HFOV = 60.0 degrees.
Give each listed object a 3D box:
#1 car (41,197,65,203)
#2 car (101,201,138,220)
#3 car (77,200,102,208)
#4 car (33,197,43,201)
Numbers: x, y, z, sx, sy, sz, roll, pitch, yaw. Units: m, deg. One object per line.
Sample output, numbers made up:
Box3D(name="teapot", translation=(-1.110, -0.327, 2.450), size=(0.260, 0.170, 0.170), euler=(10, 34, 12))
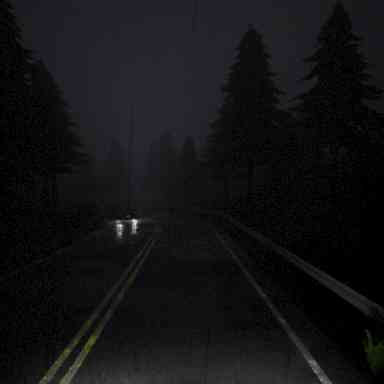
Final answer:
Box3D(name="car", translation=(-26.241, 2.037, 64.353), size=(2.033, 1.411, 5.357), euler=(1, 2, 9))
Box3D(name="car", translation=(-6.279, 1.604, 29.419), size=(2.033, 1.411, 5.357), euler=(-2, 0, -25))
Box3D(name="car", translation=(-13.012, 1.707, 43.060), size=(5.357, 1.411, 2.033), euler=(-2, 3, 38))
Box3D(name="car", translation=(-29.487, 1.856, 63.879), size=(2.097, 1.767, 4.553), euler=(0, 2, 0))
